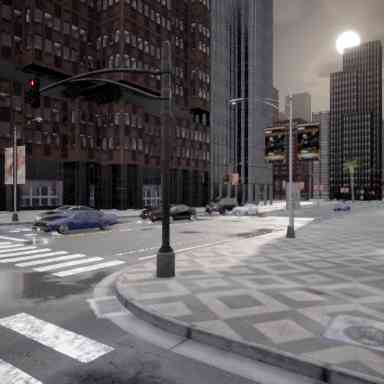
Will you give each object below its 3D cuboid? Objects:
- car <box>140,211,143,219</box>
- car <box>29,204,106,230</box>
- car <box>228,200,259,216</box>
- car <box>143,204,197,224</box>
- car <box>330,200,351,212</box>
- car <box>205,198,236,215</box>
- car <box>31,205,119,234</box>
[{"bbox_3d":[-3.102,1.940,32.270,1.994,1.385,4.181,0,-1,35],"label":"car"},{"bbox_3d":[-8.862,1.723,24.125,2.128,1.511,4.902,0,-1,35],"label":"car"},{"bbox_3d":[6.567,2.083,40.267,1.812,1.442,4.674,0,-1,36],"label":"car"},{"bbox_3d":[-1.560,1.830,28.811,1.882,1.535,5.008,0,-1,35],"label":"car"},{"bbox_3d":[24.254,2.428,53.676,2.033,1.411,5.357,0,-1,34],"label":"car"},{"bbox_3d":[3.865,1.776,42.082,2.150,2.045,5.566,0,-1,35],"label":"car"},{"bbox_3d":[-7.124,1.760,20.958,2.033,1.411,5.357,0,-1,35],"label":"car"}]
